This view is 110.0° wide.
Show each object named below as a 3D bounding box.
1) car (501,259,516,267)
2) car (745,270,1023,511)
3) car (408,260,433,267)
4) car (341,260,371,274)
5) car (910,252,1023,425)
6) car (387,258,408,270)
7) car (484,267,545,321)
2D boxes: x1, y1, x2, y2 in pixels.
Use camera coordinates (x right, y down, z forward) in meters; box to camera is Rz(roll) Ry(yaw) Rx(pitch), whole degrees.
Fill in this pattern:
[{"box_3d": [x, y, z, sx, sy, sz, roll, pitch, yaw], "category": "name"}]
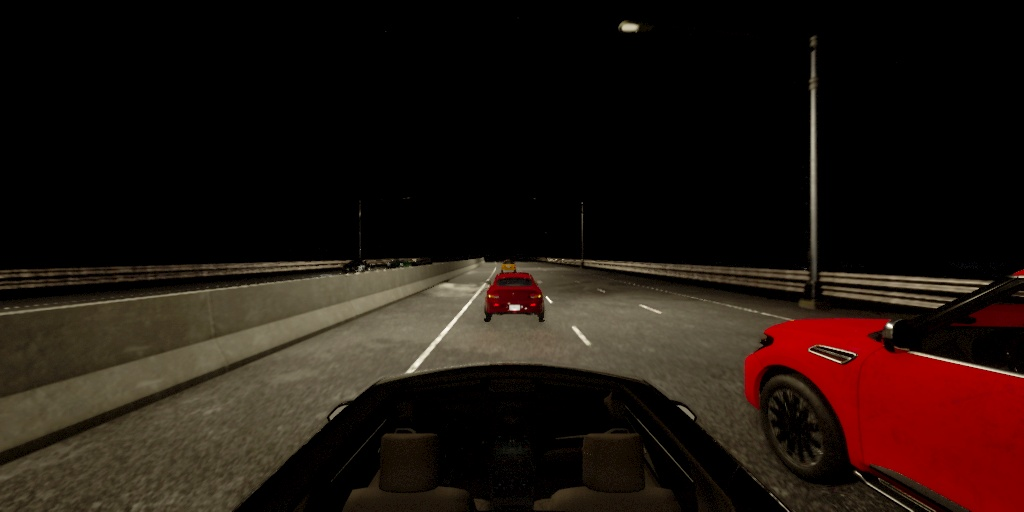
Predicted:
[{"box_3d": [-0.429, 1.193, 44.219, 1.801, 1.575, 5.366, 0, 0, -1], "category": "car"}, {"box_3d": [3.594, 0.970, 1.498, 2.150, 2.045, 5.566, 0, 0, 0], "category": "car"}, {"box_3d": [-11.131, 1.217, 44.844, 1.882, 1.535, 5.008, 0, 0, -1], "category": "car"}, {"box_3d": [-18.064, 1.247, 41.756, 1.837, 1.490, 4.892, 0, 0, -1], "category": "car"}, {"box_3d": [7.094, 0.969, 2.642, 2.150, 2.045, 5.566, 0, 0, 0], "category": "car"}, {"box_3d": [-14.677, 1.090, 46.866, 2.097, 1.767, 4.553, 0, 0, -1], "category": "car"}, {"box_3d": [0.069, 1.271, 12.345, 1.812, 1.442, 4.674, 0, 0, 0], "category": "car"}]
